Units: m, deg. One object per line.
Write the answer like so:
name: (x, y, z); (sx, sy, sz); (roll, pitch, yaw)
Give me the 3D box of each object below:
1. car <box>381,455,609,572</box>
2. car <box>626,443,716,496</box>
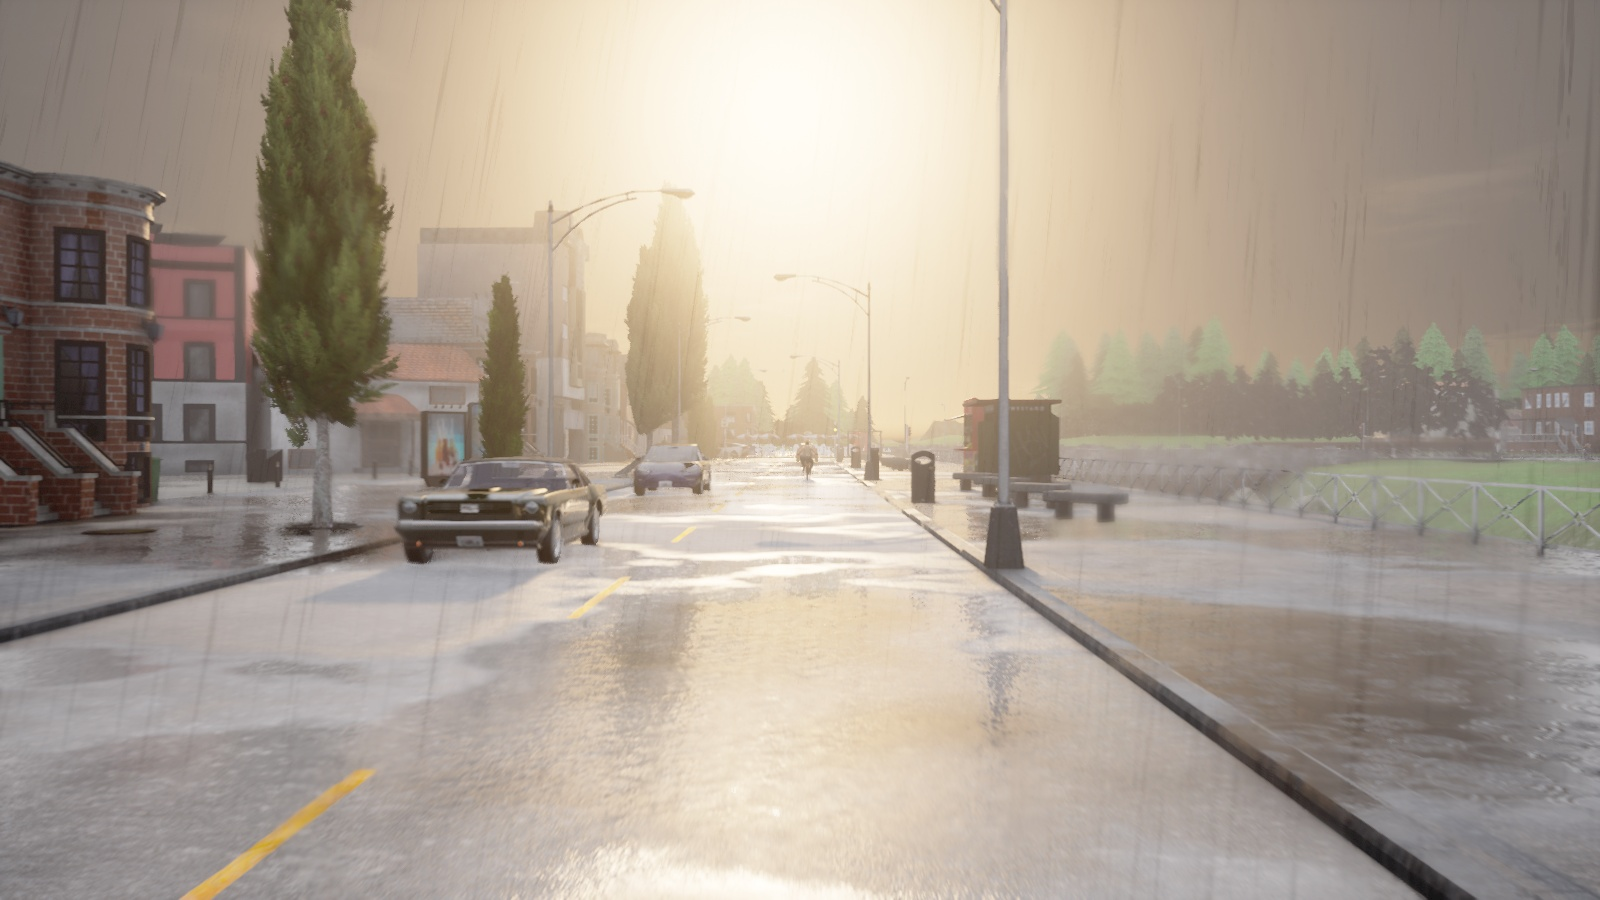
car: (-3.890, 0.749, 16.896); (1.895, 1.301, 4.718); (0, 0, 0)
car: (-3.776, 0.532, 37.560); (2.163, 1.488, 4.792); (0, 0, 0)
